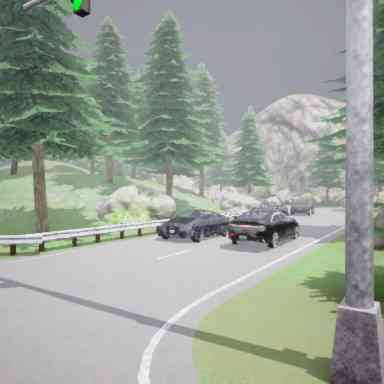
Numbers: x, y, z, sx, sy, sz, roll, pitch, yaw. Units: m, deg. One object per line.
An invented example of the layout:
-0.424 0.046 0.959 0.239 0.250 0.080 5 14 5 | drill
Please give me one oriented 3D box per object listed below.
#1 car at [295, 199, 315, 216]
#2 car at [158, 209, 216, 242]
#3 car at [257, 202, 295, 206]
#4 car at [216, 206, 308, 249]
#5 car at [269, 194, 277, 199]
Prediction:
11.212 1.524 33.548 1.837 1.490 4.892 0 0 27 | car
0.205 1.580 16.657 1.994 1.385 4.181 0 0 34 | car
5.741 1.509 24.918 2.128 1.511 4.902 0 0 34 | car
3.324 1.564 14.829 2.128 1.511 4.902 0 -1 34 | car
11.850 1.323 56.903 5.566 2.045 2.150 0 -2 39 | car
